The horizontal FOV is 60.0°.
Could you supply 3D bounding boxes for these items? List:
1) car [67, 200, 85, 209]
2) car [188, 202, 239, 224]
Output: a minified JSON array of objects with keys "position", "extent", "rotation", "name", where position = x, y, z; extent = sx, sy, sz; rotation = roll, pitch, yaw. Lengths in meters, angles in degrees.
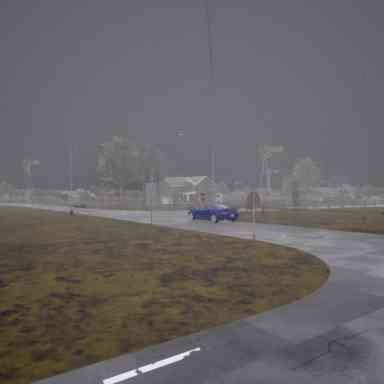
[{"position":[-19.462,2.030,55.554],"extent":[1.994,1.385,4.181],"rotation":[-1,-1,-36],"name":"car"},{"position":[1.573,1.575,26.283],"extent":[1.882,1.535,5.008],"rotation":[0,0,-34],"name":"car"}]
